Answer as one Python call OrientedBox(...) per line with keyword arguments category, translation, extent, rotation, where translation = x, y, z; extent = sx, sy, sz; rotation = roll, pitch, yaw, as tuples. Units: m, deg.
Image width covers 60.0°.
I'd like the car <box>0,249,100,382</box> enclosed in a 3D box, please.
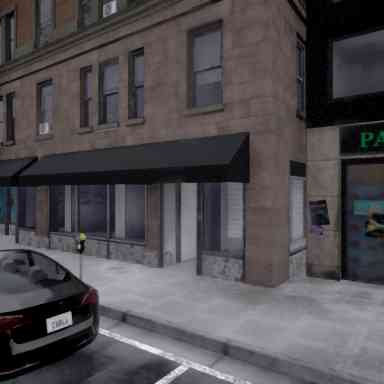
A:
OrientedBox(category="car", translation=(-3.250, 1.566, 5.126), extent=(4.313, 1.339, 1.947), rotation=(0, 0, 36))
